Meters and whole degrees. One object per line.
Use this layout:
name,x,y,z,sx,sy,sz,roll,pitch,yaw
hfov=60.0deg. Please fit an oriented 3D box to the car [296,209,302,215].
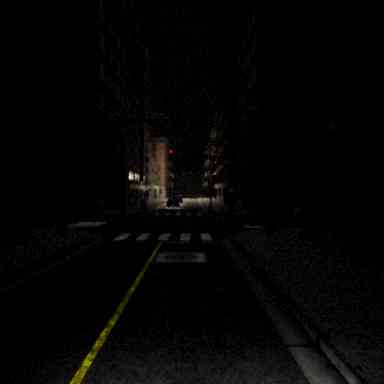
car,11.623,1.538,29.109,4.829,1.417,1.752,0,0,0

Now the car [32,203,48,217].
car,-15.261,1.513,29.135,4.829,1.417,1.752,0,0,0

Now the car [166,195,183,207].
car,-2.840,1.508,50.011,2.033,1.411,5.357,0,0,0

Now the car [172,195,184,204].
car,-2.782,1.435,66.117,2.128,1.511,4.902,0,1,0
